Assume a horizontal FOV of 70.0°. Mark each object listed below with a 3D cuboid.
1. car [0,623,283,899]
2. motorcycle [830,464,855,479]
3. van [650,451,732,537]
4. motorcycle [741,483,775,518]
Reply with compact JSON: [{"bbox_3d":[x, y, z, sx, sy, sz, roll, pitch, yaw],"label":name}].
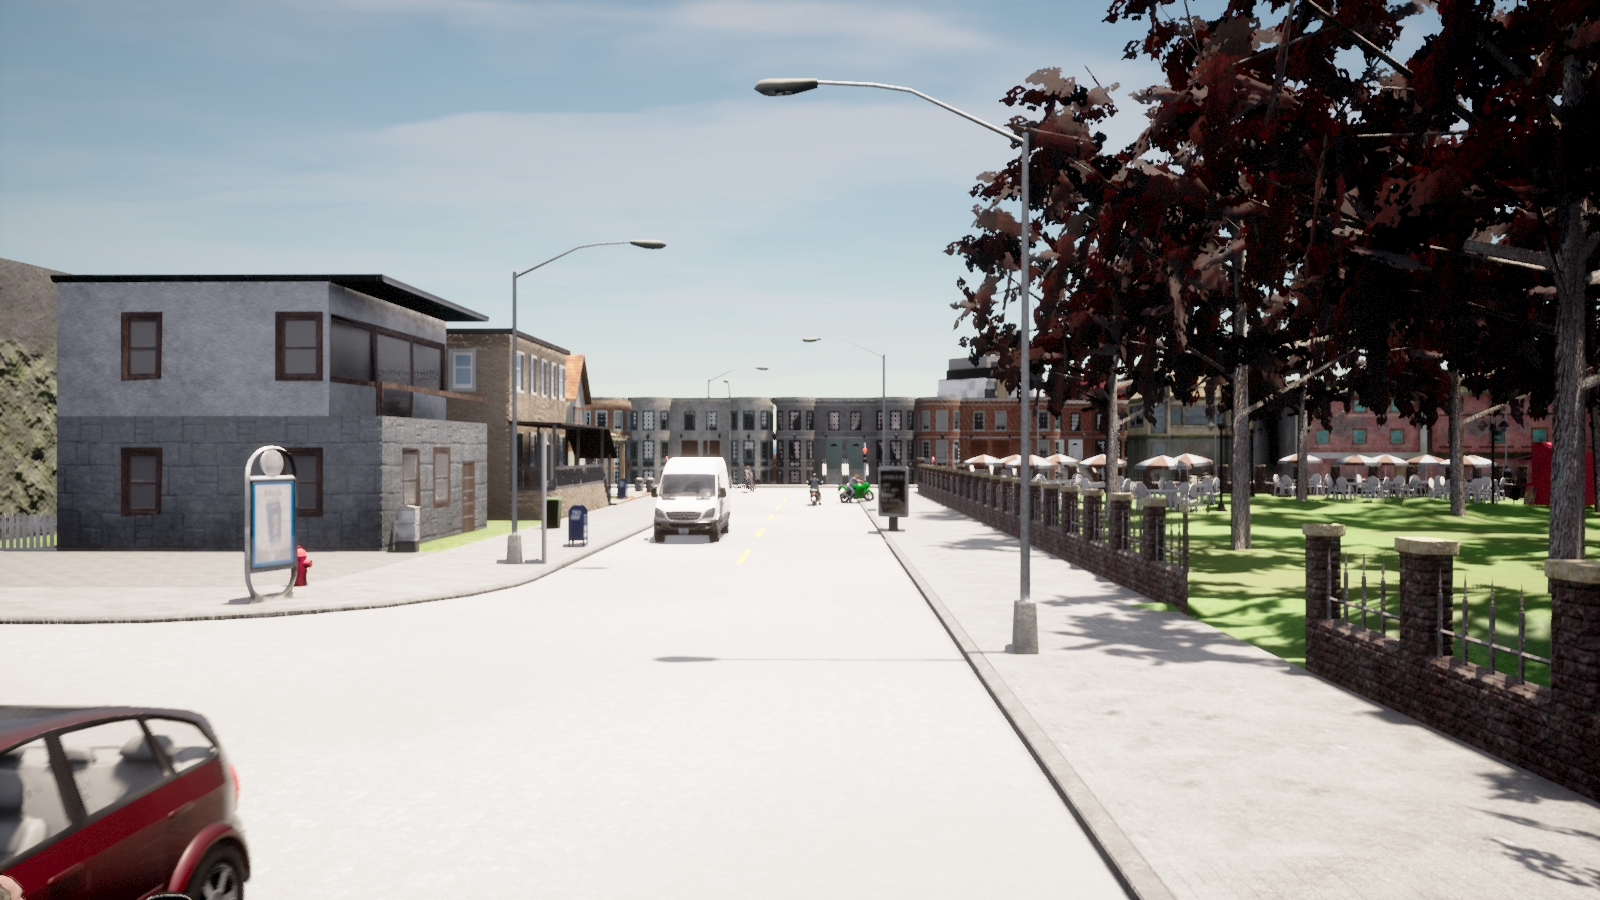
[{"bbox_3d":[-4.000,1.805,4.948,1.789,1.549,3.705,0,0,1],"label":"car"},{"bbox_3d":[3.779,1.930,101.151,2.033,1.145,0.803,-5,-2,27],"label":"motorcycle"},{"bbox_3d":[-3.393,1.312,36.727,1.988,2.561,5.915,0,0,1],"label":"van"},{"bbox_3d":[-1.677,1.981,45.065,0.867,1.251,2.209,0,0,-15],"label":"motorcycle"}]
